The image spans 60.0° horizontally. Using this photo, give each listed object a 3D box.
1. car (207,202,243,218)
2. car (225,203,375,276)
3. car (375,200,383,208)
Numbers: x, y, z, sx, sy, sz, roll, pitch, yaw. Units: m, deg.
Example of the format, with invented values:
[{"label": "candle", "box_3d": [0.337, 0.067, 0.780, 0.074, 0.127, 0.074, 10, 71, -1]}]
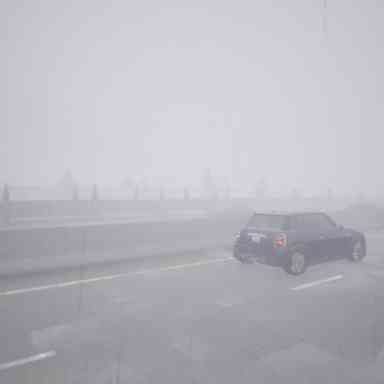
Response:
[{"label": "car", "box_3d": [3.328, 1.563, 27.786, 4.181, 1.385, 1.994, 0, 0, -35]}, {"label": "car", "box_3d": [3.533, 1.352, 10.569, 4.553, 1.767, 2.097, 0, 0, -36]}, {"label": "car", "box_3d": [12.705, 1.548, 25.738, 5.357, 1.411, 2.033, 0, 0, -33]}]
